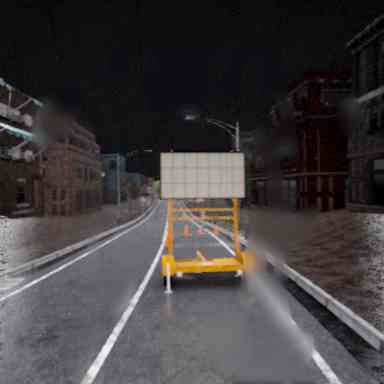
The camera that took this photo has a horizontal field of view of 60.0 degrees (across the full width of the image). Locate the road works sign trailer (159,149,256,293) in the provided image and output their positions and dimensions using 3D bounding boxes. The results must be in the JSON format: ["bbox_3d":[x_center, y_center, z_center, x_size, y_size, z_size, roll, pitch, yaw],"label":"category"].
[{"bbox_3d":[0.296,0.609,9.336,2.380,3.560,2.880,-1,-1,-6],"label":"road works sign trailer"}]
